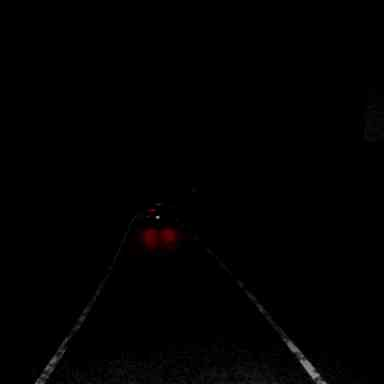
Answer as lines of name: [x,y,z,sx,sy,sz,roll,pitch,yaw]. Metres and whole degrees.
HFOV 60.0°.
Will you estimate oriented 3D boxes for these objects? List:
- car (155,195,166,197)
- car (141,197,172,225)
car: [-3.805,1.183,40.730,1.837,1.490,4.892,0,1,-1]
car: [-2.410,1.333,22.806,2.128,1.511,4.902,-1,1,-7]
